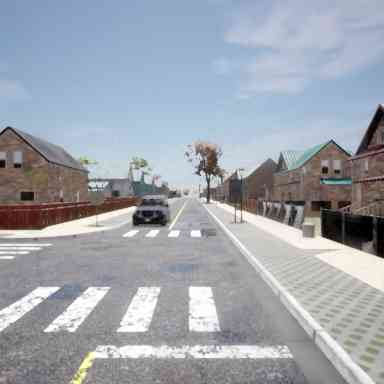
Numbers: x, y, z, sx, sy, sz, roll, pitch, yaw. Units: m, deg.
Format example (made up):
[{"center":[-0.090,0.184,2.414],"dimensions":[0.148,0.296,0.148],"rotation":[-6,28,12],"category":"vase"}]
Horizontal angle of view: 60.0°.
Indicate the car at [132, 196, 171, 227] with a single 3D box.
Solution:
[{"center":[-2.741,1.341,23.644],"dimensions":[2.150,2.045,5.566],"rotation":[0,2,1],"category":"car"}]
